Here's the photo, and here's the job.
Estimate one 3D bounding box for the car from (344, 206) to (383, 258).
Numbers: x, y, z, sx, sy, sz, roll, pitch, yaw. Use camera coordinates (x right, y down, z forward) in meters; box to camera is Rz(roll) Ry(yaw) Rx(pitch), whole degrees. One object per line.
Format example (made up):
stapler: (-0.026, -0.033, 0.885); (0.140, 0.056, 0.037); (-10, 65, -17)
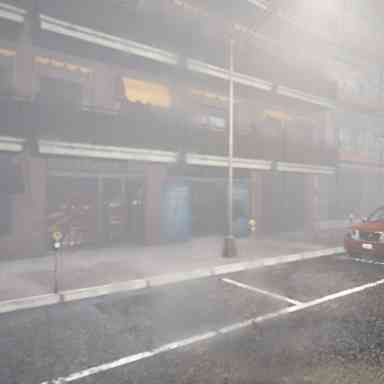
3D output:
car: (7.572, 1.402, 11.936); (5.009, 1.841, 2.192); (0, 0, -35)
